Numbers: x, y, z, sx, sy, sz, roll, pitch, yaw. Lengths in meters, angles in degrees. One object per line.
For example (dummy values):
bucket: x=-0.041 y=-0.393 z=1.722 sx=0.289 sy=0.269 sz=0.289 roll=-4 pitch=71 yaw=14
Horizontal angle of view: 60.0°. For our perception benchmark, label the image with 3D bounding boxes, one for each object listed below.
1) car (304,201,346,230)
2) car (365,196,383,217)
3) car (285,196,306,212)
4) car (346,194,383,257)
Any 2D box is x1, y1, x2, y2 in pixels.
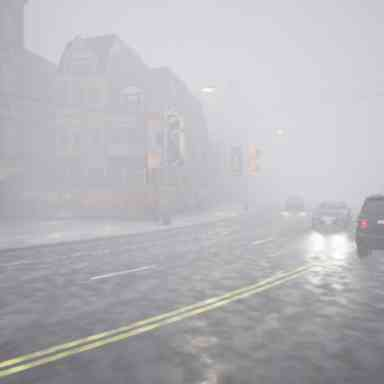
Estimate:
car: x=8.362 y=1.295 z=19.711 sx=2.128 sy=1.511 sz=4.902 roll=-1 pitch=0 yaw=29
car: x=15.928 y=1.169 z=27.887 sx=1.837 sy=1.490 sz=4.892 roll=0 pitch=0 yaw=20
car: x=10.853 y=1.180 z=34.961 sx=1.882 sy=1.535 sz=5.008 roll=-1 pitch=0 yaw=18
car: x=7.292 y=1.075 z=11.481 sx=2.150 sy=2.045 sz=5.566 roll=0 pitch=0 yaw=39
